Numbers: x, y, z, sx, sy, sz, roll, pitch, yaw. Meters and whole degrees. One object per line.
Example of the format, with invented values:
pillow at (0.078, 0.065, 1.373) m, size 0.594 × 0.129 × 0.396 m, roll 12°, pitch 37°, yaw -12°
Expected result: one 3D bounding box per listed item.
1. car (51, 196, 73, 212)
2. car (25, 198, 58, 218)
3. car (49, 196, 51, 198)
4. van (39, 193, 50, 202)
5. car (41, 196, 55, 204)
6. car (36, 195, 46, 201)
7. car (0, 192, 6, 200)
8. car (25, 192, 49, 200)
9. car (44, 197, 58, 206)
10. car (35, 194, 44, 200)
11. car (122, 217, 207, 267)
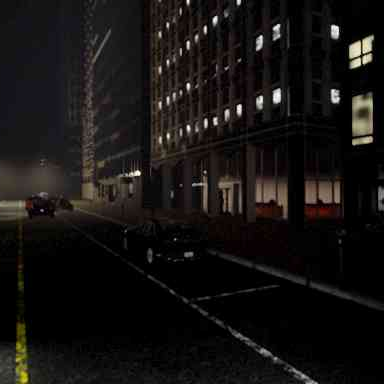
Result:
car at (-14.205, 1.402, 36.689) m, size 1.752 × 1.417 × 4.829 m, roll 0°, pitch 0°, yaw -27°
car at (-13.148, 1.472, 28.953) m, size 1.994 × 1.385 × 4.181 m, roll 0°, pitch 0°, yaw -27°
car at (-16.736, 1.423, 41.591) m, size 1.947 × 1.339 × 4.313 m, roll 0°, pitch 0°, yaw -27°
van at (-29.464, 1.079, 66.250) m, size 1.690 × 1.788 × 3.998 m, roll 0°, pitch 0°, yaw -27°
car at (-24.559, 1.331, 56.746) m, size 1.887 × 1.381 × 4.507 m, roll 0°, pitch 0°, yaw -27°
car at (-34.342, 1.270, 75.695) m, size 1.802 × 1.307 × 4.206 m, roll 0°, pitch 0°, yaw -27°
car at (-46.668, 1.200, 81.304) m, size 1.887 × 1.381 × 4.507 m, roll 0°, pitch 0°, yaw -27°
car at (-18.737, 1.219, 39.775) m, size 2.097 × 1.767 × 4.553 m, roll 0°, pitch 0°, yaw -27°
car at (-21.951, 1.393, 51.693) m, size 1.802 × 1.307 × 4.206 m, roll 0°, pitch 0°, yaw -27°
car at (-36.856, 1.185, 80.567) m, size 1.752 × 1.417 × 4.829 m, roll 0°, pitch 0°, yaw -27°
car at (-1.088, 1.514, 11.279) m, size 2.008 × 1.369 × 4.403 m, roll 0°, pitch 0°, yaw -27°
